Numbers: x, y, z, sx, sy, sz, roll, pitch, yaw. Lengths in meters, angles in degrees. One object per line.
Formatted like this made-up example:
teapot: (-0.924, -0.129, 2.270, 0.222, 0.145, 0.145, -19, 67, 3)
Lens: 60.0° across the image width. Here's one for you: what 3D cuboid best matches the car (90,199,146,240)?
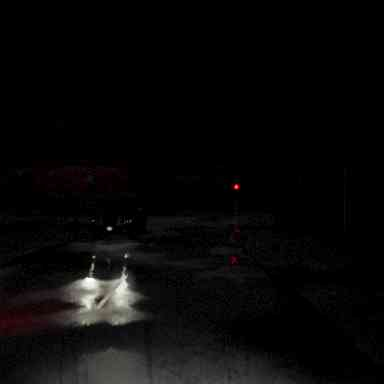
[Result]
car: (-3.914, 1.438, 18.639, 2.150, 2.045, 5.566, 0, -1, 1)
